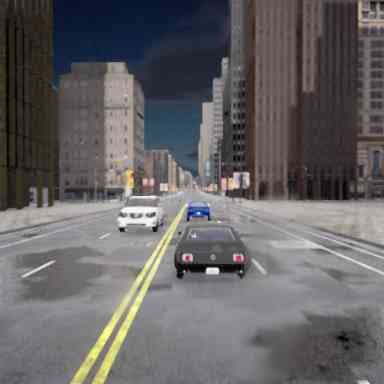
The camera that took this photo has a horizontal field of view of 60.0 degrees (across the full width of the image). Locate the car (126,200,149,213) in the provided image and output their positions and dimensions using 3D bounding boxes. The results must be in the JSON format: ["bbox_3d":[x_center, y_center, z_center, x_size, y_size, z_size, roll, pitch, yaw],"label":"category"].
[{"bbox_3d":[-6.166,1.644,38.276,1.895,1.301,4.718,0,0,0],"label":"car"}]

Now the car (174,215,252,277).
[{"bbox_3d":[0.498,1.600,10.161,1.895,1.301,4.718,0,0,0],"label":"car"}]

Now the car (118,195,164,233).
[{"bbox_3d":[-2.942,1.231,20.220,2.150,2.045,5.566,0,0,0],"label":"car"}]

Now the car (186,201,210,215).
[{"bbox_3d":[0.516,1.500,28.133,1.882,1.535,5.008,0,0,0],"label":"car"}]
